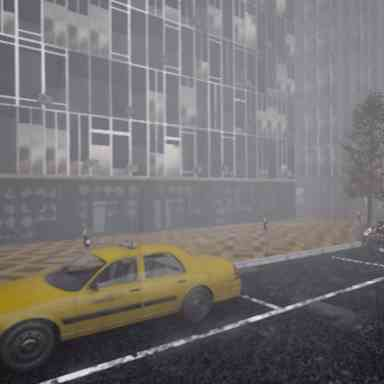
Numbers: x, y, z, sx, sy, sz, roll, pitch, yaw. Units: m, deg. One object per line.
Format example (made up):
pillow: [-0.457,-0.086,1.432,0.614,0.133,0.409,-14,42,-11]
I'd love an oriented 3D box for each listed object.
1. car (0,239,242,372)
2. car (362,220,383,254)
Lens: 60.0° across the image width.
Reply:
car: [-1.322,1.524,5.625,4.829,1.417,1.752,0,-1,-35]
car: [8.074,1.431,12.320,4.097,1.590,1.967,0,-1,-35]
